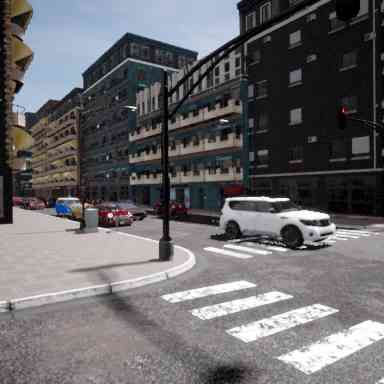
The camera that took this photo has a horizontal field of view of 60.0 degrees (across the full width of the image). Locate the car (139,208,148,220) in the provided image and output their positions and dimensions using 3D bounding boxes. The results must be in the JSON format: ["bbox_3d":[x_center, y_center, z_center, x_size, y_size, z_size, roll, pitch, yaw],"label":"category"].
[{"bbox_3d":[-5.759,1.630,28.292,2.033,1.411,5.357,-1,0,-36],"label":"car"}]

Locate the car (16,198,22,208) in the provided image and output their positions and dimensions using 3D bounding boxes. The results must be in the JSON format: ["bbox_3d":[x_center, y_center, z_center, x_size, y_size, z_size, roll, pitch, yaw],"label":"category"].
[{"bbox_3d":[-25.152,1.770,50.954,1.947,1.339,4.313,-1,1,-36],"label":"car"}]

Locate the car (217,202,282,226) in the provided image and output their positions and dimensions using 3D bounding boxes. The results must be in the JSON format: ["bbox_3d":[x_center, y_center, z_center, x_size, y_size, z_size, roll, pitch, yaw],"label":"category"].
[{"bbox_3d":[4.102,1.498,24.458,1.752,1.417,4.829,-1,1,-36],"label":"car"}]

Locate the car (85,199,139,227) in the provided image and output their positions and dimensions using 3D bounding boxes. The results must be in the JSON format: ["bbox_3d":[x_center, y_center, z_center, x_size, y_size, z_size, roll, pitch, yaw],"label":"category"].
[{"bbox_3d":[-5.835,1.553,23.946,1.967,1.590,4.097,-1,1,-36],"label":"car"}]

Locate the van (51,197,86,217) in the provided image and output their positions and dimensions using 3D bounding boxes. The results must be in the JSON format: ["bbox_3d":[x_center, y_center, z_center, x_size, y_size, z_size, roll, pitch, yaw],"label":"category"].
[{"bbox_3d":[-12.276,1.483,32.947,1.690,1.788,3.998,-1,1,-36],"label":"van"}]

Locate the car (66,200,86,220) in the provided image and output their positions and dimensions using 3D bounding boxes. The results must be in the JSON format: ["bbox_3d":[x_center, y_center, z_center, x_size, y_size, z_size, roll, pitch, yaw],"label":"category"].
[{"bbox_3d":[-8.955,1.652,28.309,1.752,1.417,4.829,-1,1,-36],"label":"car"}]

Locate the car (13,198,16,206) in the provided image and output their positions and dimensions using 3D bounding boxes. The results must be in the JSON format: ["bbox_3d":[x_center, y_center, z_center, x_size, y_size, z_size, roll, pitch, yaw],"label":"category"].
[{"bbox_3d":[-31.591,1.782,59.956,1.887,1.381,4.507,-1,1,-36],"label":"car"}]

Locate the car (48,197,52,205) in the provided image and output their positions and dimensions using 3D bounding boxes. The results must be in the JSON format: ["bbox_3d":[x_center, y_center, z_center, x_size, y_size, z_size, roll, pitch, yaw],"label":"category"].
[{"bbox_3d":[-25.361,1.647,61.197,1.837,1.490,4.892,-1,0,-36],"label":"car"}]

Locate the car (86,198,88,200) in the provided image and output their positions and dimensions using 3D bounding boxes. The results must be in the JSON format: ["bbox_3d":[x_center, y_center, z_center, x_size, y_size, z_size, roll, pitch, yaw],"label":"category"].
[{"bbox_3d":[-15.274,1.674,41.643,2.033,1.411,5.357,-1,0,-35],"label":"car"}]

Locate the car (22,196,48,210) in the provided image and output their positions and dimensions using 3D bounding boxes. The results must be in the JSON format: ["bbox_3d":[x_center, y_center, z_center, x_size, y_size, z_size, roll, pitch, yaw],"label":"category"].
[{"bbox_3d":[-21.934,1.628,46.452,1.967,1.590,4.097,-1,1,-36],"label":"car"}]

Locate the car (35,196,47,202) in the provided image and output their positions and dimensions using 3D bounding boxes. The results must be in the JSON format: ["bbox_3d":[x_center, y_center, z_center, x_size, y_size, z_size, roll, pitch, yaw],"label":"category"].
[{"bbox_3d":[-37.654,1.728,82.836,1.887,1.381,4.507,-1,1,-36],"label":"car"}]

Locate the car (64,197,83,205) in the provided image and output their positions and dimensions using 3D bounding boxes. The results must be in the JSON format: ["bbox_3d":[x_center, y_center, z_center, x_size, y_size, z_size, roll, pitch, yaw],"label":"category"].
[{"bbox_3d":[-21.556,1.645,60.330,2.008,1.369,4.403,-1,1,-36],"label":"car"}]

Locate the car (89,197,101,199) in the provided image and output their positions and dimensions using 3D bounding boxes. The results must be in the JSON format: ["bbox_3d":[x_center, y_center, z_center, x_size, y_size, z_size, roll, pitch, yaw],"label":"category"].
[{"bbox_3d":[-15.118,1.502,51.326,1.967,1.590,4.097,-1,1,-36],"label":"car"}]

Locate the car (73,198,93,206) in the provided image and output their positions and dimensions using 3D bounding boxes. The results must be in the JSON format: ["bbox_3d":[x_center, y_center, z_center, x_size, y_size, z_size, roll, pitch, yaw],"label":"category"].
[{"bbox_3d":[-18.336,1.644,55.828,1.947,1.339,4.313,-1,1,-36],"label":"car"}]

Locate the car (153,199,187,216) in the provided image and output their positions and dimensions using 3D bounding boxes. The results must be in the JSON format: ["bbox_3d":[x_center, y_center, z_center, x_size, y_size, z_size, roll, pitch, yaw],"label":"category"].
[{"bbox_3d":[-2.239,1.441,33.321,1.967,1.590,4.097,-1,1,-36],"label":"car"}]

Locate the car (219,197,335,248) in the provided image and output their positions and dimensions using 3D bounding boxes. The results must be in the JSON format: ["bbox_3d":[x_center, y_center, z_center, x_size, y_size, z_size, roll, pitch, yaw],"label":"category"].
[{"bbox_3d":[3.725,1.262,15.668,2.150,2.045,5.566,-1,0,-41],"label":"car"}]

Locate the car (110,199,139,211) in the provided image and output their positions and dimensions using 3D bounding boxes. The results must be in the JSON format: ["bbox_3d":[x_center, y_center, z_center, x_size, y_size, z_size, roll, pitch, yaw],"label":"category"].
[{"bbox_3d":[-8.677,1.582,42.324,2.008,1.369,4.403,-1,1,-36],"label":"car"}]
